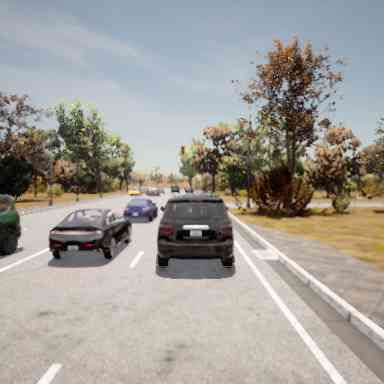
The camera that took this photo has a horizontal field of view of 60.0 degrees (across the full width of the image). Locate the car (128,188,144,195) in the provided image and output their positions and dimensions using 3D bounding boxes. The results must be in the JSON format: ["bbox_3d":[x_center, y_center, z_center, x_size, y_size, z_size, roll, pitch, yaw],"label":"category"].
[{"bbox_3d":[-10.619,0.107,61.767,1.882,1.535,5.008,0,1,0],"label":"car"}]

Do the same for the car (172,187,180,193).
[{"bbox_3d":[-4.475,-0.631,90.385,2.128,1.511,4.902,0,1,-3],"label":"car"}]

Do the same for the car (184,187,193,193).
[{"bbox_3d":[-0.980,-0.609,90.583,1.994,1.385,4.181,0,1,-3],"label":"car"}]

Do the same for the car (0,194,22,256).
[{"bbox_3d":[-7.090,1.119,9.529,2.150,2.045,5.566,0,1,0],"label":"car"}]

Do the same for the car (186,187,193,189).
[{"bbox_3d":[-0.496,-0.299,80.406,1.812,1.442,4.674,0,1,-2],"label":"car"}]

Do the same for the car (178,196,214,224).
[{"bbox_3d":[0.153,1.079,22.322,2.128,1.511,4.902,0,1,-3],"label":"car"}]

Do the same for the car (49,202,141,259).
[{"bbox_3d":[-3.392,1.331,11.906,2.128,1.511,4.902,0,1,0],"label":"car"}]

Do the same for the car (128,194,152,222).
[{"bbox_3d":[-3.384,1.116,22.197,1.812,1.442,4.674,0,1,0],"label":"car"}]

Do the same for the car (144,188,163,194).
[{"bbox_3d":[-7.122,0.190,61.900,1.994,1.385,4.181,0,1,0],"label":"car"}]

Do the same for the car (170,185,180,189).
[{"bbox_3d":[-3.983,-0.598,79.957,2.150,2.045,5.566,0,1,-2],"label":"car"}]

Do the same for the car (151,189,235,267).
[{"bbox_3d":[0.103,1.081,11.139,2.150,2.045,5.566,0,1,0],"label":"car"}]

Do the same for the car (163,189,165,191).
[{"bbox_3d":[-7.423,-0.252,78.221,1.812,1.442,4.674,0,1,-2],"label":"car"}]
